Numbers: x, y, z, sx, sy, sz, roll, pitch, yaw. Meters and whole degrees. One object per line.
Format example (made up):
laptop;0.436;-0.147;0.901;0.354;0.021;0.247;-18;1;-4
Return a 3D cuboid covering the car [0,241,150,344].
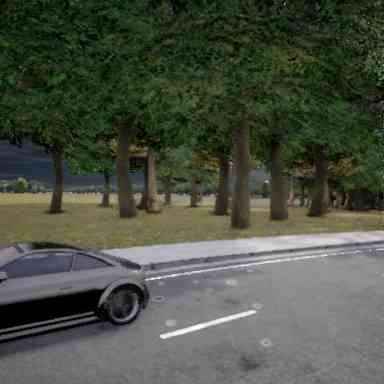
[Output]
car;-2.825;1.574;5.603;4.181;1.385;1.994;1;0;-35
